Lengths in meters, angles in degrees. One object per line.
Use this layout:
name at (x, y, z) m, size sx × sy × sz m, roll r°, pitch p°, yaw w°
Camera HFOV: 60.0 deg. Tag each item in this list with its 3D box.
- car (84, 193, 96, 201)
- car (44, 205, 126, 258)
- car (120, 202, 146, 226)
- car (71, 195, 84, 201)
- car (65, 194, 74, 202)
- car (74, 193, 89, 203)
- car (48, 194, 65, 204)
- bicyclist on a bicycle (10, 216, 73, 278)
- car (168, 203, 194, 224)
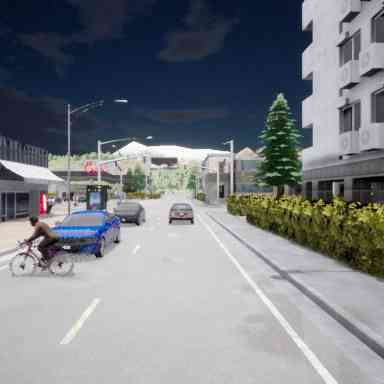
car at (-25.782, 1.268, 84.172) m, size 1.905 × 1.878 × 3.866 m, roll 0°, pitch 0°, yaw -2°
car at (-4.045, 1.478, 13.001) m, size 1.882 × 1.535 × 5.008 m, roll 0°, pitch 0°, yaw -2°
car at (-4.374, 1.478, 23.313) m, size 1.882 × 1.535 × 5.008 m, roll 0°, pitch 0°, yaw -2°
car at (-29.128, 1.552, 84.648) m, size 1.970 × 1.475 × 3.806 m, roll 0°, pitch 0°, yaw -2°
car at (-28.747, 1.289, 76.177) m, size 1.932 × 1.855 × 4.605 m, roll 0°, pitch 0°, yaw -2°
car at (-21.406, 1.489, 66.456) m, size 2.007 × 1.523 × 4.514 m, roll 0°, pitch 0°, yaw -2°
car at (-24.780, 1.424, 59.264) m, size 1.970 × 1.475 × 3.806 m, roll 0°, pitch 0°, yaw -2°
bicyclist on a bicycle at (-3.962, 1.455, 8.734) m, size 1.656 × 1.620 × 0.582 m, roll -2°, pitch 0°, yaw -2°
car at (-0.803, 1.547, 25.009) m, size 2.033 × 1.411 × 5.357 m, roll 0°, pitch 0°, yaw -2°
